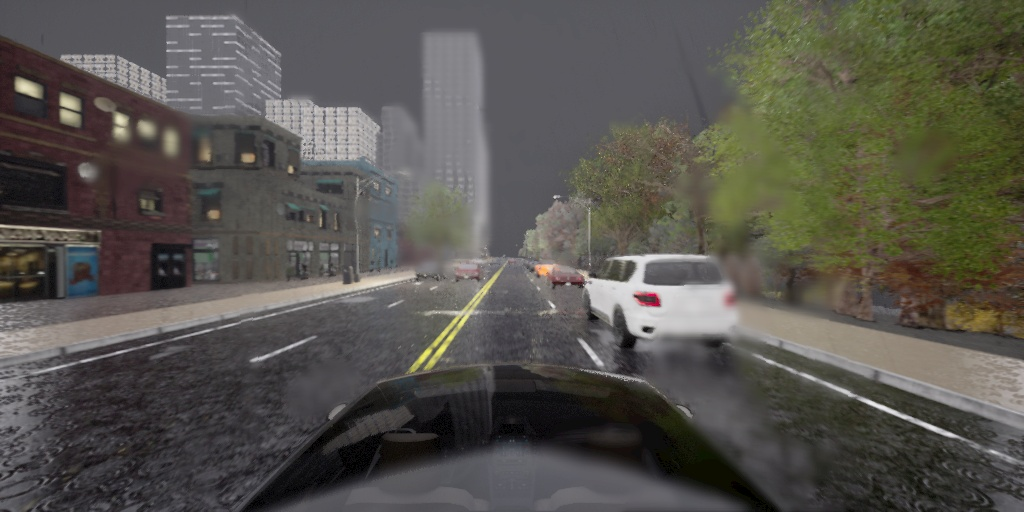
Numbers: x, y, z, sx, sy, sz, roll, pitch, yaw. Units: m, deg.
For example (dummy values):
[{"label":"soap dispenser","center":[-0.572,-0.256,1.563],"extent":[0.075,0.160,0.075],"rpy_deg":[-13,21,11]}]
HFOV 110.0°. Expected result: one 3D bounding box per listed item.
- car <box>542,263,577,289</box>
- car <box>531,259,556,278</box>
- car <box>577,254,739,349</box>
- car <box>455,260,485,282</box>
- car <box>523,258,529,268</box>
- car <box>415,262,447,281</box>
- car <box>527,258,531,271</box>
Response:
[{"label":"car","center":[3.256,1.348,23.047],"extent":[1.895,1.301,4.718],"rpy_deg":[0,0,0]},{"label":"car","center":[3.259,1.097,33.987],"extent":[2.097,1.767,4.553],"rpy_deg":[0,0,0]},{"label":"car","center":[3.352,0.972,9.278],"extent":[2.150,2.045,5.566],"rpy_deg":[0,0,0]},{"label":"car","center":[-3.325,1.272,28.666],"extent":[1.812,1.442,4.674],"rpy_deg":[0,0,0]},{"label":"car","center":[3.265,1.305,56.018],"extent":[1.994,1.385,4.181],"rpy_deg":[0,0,0]},{"label":"car","center":[-6.571,1.253,29.585],"extent":[1.837,1.490,4.892],"rpy_deg":[0,0,0]},{"label":"car","center":[3.262,1.307,45.018],"extent":[1.994,1.385,4.181],"rpy_deg":[0,0,0]}]
